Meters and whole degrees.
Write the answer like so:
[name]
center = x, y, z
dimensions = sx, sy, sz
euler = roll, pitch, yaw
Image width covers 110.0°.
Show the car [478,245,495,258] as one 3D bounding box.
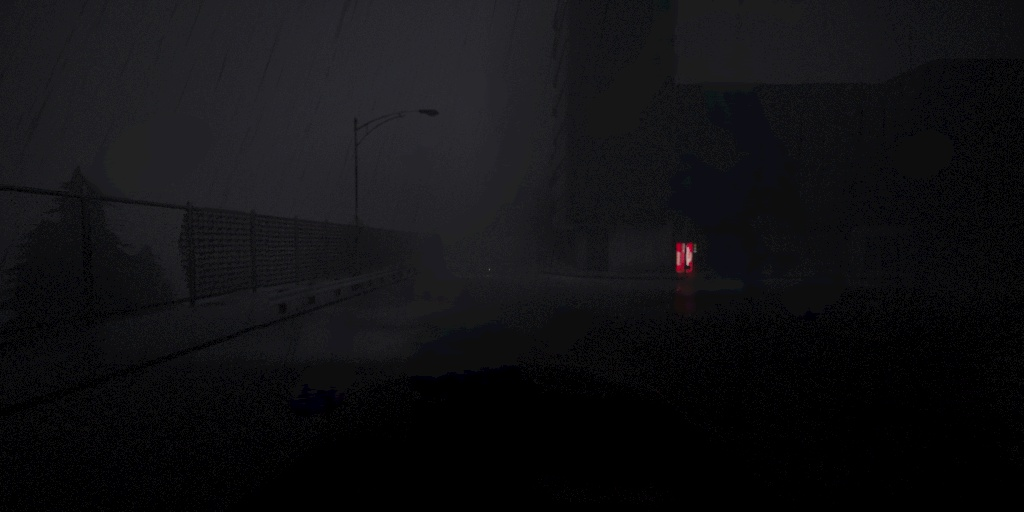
[car]
center = -3.998, -0.466, 53.920
dimensions = 1.837, 1.490, 4.892
euler = 0, 3, 0
